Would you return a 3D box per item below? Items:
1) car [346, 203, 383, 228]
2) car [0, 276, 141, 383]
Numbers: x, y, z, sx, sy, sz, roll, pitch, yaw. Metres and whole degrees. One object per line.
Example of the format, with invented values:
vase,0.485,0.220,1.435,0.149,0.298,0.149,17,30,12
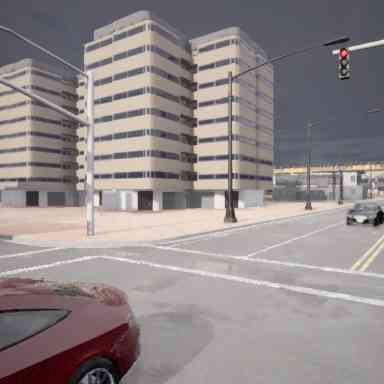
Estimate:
car,11.788,1.498,22.553,2.128,1.511,4.902,0,0,35
car,-2.388,1.531,2.510,1.812,1.442,4.674,0,0,35
